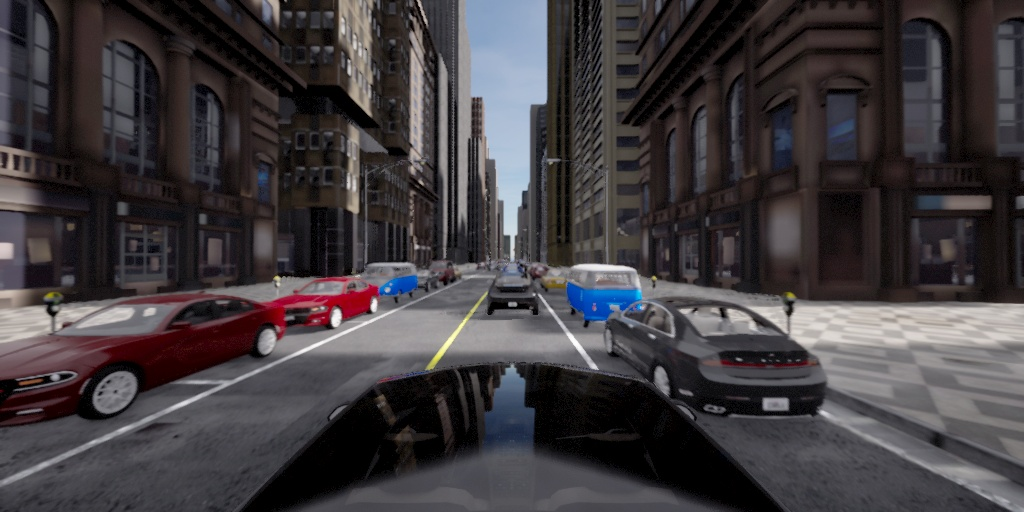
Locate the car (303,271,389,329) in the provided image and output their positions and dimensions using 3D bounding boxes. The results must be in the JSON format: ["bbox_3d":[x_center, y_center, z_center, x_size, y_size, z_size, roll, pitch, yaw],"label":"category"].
[{"bbox_3d":[-5.760,1.377,11.542,1.888,1.381,4.507,0,0,0],"label":"car"}]

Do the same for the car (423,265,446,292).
[{"bbox_3d":[-5.757,1.477,22.778,2.007,1.370,4.403,0,0,0],"label":"car"}]

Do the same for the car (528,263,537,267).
[{"bbox_3d":[2.772,1.604,34.025,1.802,1.307,4.207,0,0,0],"label":"car"}]

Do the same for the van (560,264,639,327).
[{"bbox_3d":[2.765,1.173,11.550,1.690,1.789,3.998,0,0,0],"label":"van"}]

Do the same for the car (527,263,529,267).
[{"bbox_3d":[2.774,1.651,39.643,1.802,1.307,4.207,0,0,0],"label":"car"}]

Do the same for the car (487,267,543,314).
[{"bbox_3d":[0.049,1.362,14.290,1.837,1.490,4.892,0,0,1],"label":"car"}]

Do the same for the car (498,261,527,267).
[{"bbox_3d":[0.063,1.469,30.479,1.882,1.535,5.008,0,0,0],"label":"car"}]

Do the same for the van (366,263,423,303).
[{"bbox_3d":[-5.759,1.220,17.160,1.690,1.789,3.998,0,0,0],"label":"van"}]

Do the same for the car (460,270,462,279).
[{"bbox_3d":[-5.753,1.547,33.845,1.751,1.417,4.829,0,0,0],"label":"car"}]

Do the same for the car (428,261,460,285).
[{"bbox_3d":[-5.755,1.289,28.397,2.192,1.841,5.009,0,0,0],"label":"car"}]

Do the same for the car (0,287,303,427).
[{"bbox_3d":[-5.762,1.330,5.924,1.888,1.381,4.507,0,0,0],"label":"car"}]

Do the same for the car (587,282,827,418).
[{"bbox_3d":[2.763,1.336,5.932,2.007,1.370,4.403,0,0,0],"label":"car"}]

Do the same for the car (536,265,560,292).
[{"bbox_3d":[2.768,1.453,22.958,1.751,1.417,4.829,0,0,0],"label":"car"}]

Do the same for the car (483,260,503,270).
[{"bbox_3d":[-3.044,1.730,58.670,2.128,1.511,4.902,0,-1,0],"label":"car"}]
